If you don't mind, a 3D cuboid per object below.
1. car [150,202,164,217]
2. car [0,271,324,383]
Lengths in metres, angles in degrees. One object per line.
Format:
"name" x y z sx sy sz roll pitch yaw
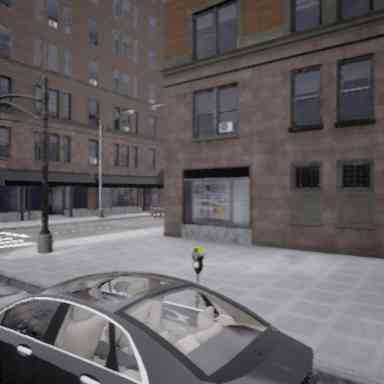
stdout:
"car" -1.429 1.212 28.080 2.097 1.767 4.553 0 0 35
"car" -0.964 1.549 3.500 4.403 1.369 2.008 0 0 35
